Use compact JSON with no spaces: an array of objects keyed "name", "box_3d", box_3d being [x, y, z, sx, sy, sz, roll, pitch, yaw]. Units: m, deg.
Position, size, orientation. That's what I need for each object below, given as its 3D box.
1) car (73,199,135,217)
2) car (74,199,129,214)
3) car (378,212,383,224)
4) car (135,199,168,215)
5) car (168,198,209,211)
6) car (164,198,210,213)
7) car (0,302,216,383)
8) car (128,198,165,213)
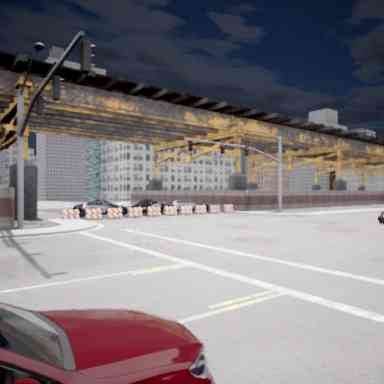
[{"name":"car","box_3d":[-8.228,1.455,30.519,4.974,1.542,2.038,0,0,8]},{"name":"car","box_3d":[-8.279,1.297,30.526,4.536,1.218,1.853,0,0,8]},{"name":"car","box_3d":[14.956,1.531,23.377,4.674,1.442,1.812,0,0,-36]},{"name":"car","box_3d":[-4.493,1.456,33.218,2.038,1.542,4.974,0,0,18]},{"name":"car","box_3d":[-0.648,1.300,36.986,4.536,1.218,1.853,0,0,-7]},{"name":"car","box_3d":[-0.597,1.457,36.993,4.974,1.542,2.038,0,0,-7]},{"name":"car","box_3d":[-1.961,1.526,2.368,4.674,1.442,1.812,0,0,-35]},{"name":"car","box_3d":[-4.477,1.298,33.268,1.853,1.218,4.536,0,0,18]}]
